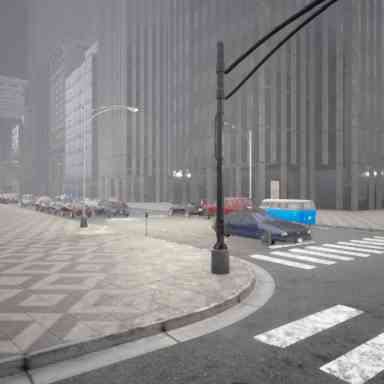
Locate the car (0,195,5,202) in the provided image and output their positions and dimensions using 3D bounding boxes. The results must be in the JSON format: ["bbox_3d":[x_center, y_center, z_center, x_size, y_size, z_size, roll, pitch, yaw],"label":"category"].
[{"bbox_3d":[-43.920,1.467,75.964,1.752,1.417,4.829,1,0,-35],"label":"car"}]

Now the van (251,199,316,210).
[{"bbox_3d":[6.172,1.379,22.004,1.690,1.788,3.998,0,0,-36],"label":"van"}]

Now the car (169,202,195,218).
[{"bbox_3d":[-0.495,1.599,31.105,1.947,1.339,4.313,0,0,-36],"label":"car"}]

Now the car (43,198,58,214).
[{"bbox_3d":[-14.053,1.606,35.187,1.802,1.307,4.206,0,0,-36],"label":"car"}]

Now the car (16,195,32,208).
[{"bbox_3d":[-24.050,1.563,48.835,2.008,1.369,4.403,0,0,-36],"label":"car"}]

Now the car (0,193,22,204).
[{"bbox_3d":[-34.046,1.299,62.485,2.192,1.841,5.009,0,0,-36],"label":"car"}]

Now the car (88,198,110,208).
[{"bbox_3d":[-13.826,1.602,49.305,1.802,1.307,4.206,0,0,-36],"label":"car"}]

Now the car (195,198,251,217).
[{"bbox_3d":[2.838,1.352,26.555,2.192,1.841,5.009,0,0,-36],"label":"car"}]

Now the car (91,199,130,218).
[{"bbox_3d":[-7.290,1.593,30.304,1.994,1.385,4.181,0,0,-36],"label":"car"}]

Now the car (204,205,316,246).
[{"bbox_3d":[3.025,1.581,15.814,2.033,1.411,5.357,0,0,-31],"label":"car"}]

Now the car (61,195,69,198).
[{"bbox_3d":[-19.314,1.545,46.883,1.837,1.490,4.892,0,0,-36],"label":"car"}]

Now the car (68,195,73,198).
[{"bbox_3d":[-20.381,1.576,53.417,1.994,1.385,4.181,0,0,-36],"label":"car"}]

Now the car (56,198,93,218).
[{"bbox_3d":[-10.720,1.572,30.637,1.887,1.381,4.507,0,0,-36],"label":"car"}]

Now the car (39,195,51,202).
[{"bbox_3d":[-33.937,1.483,76.774,1.752,1.417,4.829,0,0,-35],"label":"car"}]

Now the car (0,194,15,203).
[{"bbox_3d":[-37.379,1.286,67.035,2.192,1.841,5.009,0,0,-36],"label":"car"}]

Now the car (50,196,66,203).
[{"bbox_3d":[-27.257,1.512,67.644,1.752,1.417,4.829,0,0,-36],"label":"car"}]

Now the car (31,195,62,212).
[{"bbox_3d":[-17.385,1.461,39.736,1.967,1.590,4.097,0,0,-36],"label":"car"}]
